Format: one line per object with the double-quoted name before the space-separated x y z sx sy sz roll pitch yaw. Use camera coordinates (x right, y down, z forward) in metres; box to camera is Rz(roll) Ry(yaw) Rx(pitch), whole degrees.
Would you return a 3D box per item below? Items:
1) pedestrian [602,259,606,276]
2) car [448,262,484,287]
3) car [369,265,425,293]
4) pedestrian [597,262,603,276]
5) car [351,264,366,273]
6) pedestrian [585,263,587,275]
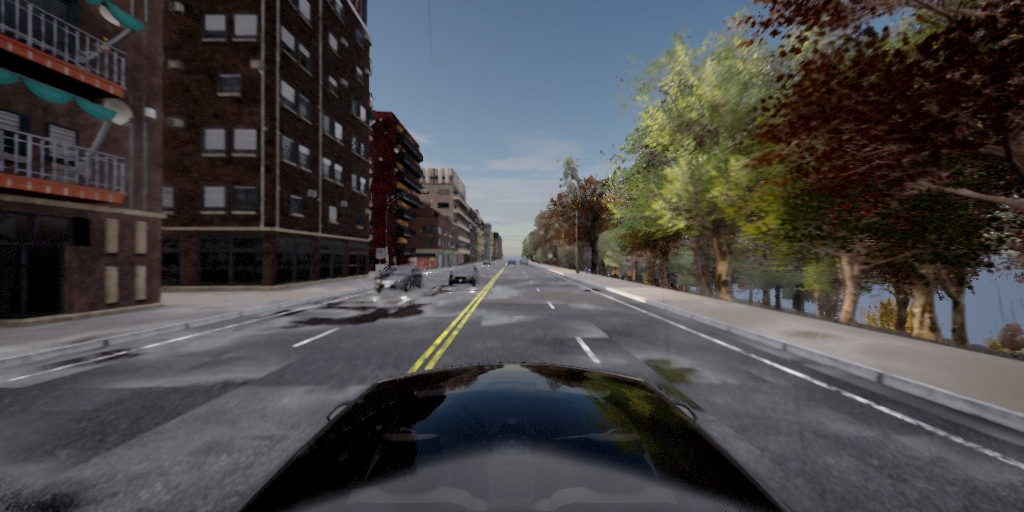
"pedestrian" 9.727 1.189 38.145 0.375 1.860 0.375 0 0 0
"car" -3.339 1.363 25.734 1.837 1.490 4.892 0 -1 0
"car" -6.597 1.329 21.470 2.128 1.511 4.902 0 0 0
"pedestrian" 8.991 1.430 37.543 0.500 1.100 0.500 0 0 0
"car" -22.845 1.804 52.702 4.507 1.381 1.888 0 0 0
"pedestrian" 8.006 1.337 38.744 0.375 1.300 0.375 0 0 0
